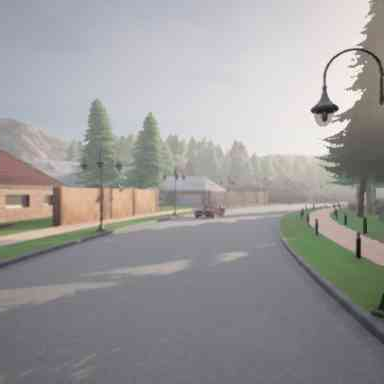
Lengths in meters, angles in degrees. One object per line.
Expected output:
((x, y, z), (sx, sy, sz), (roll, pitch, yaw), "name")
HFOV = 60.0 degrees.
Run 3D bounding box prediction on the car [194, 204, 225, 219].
((1.684, 1.773, 30.711), (1.895, 1.301, 4.718), (0, 0, 19), "car")
